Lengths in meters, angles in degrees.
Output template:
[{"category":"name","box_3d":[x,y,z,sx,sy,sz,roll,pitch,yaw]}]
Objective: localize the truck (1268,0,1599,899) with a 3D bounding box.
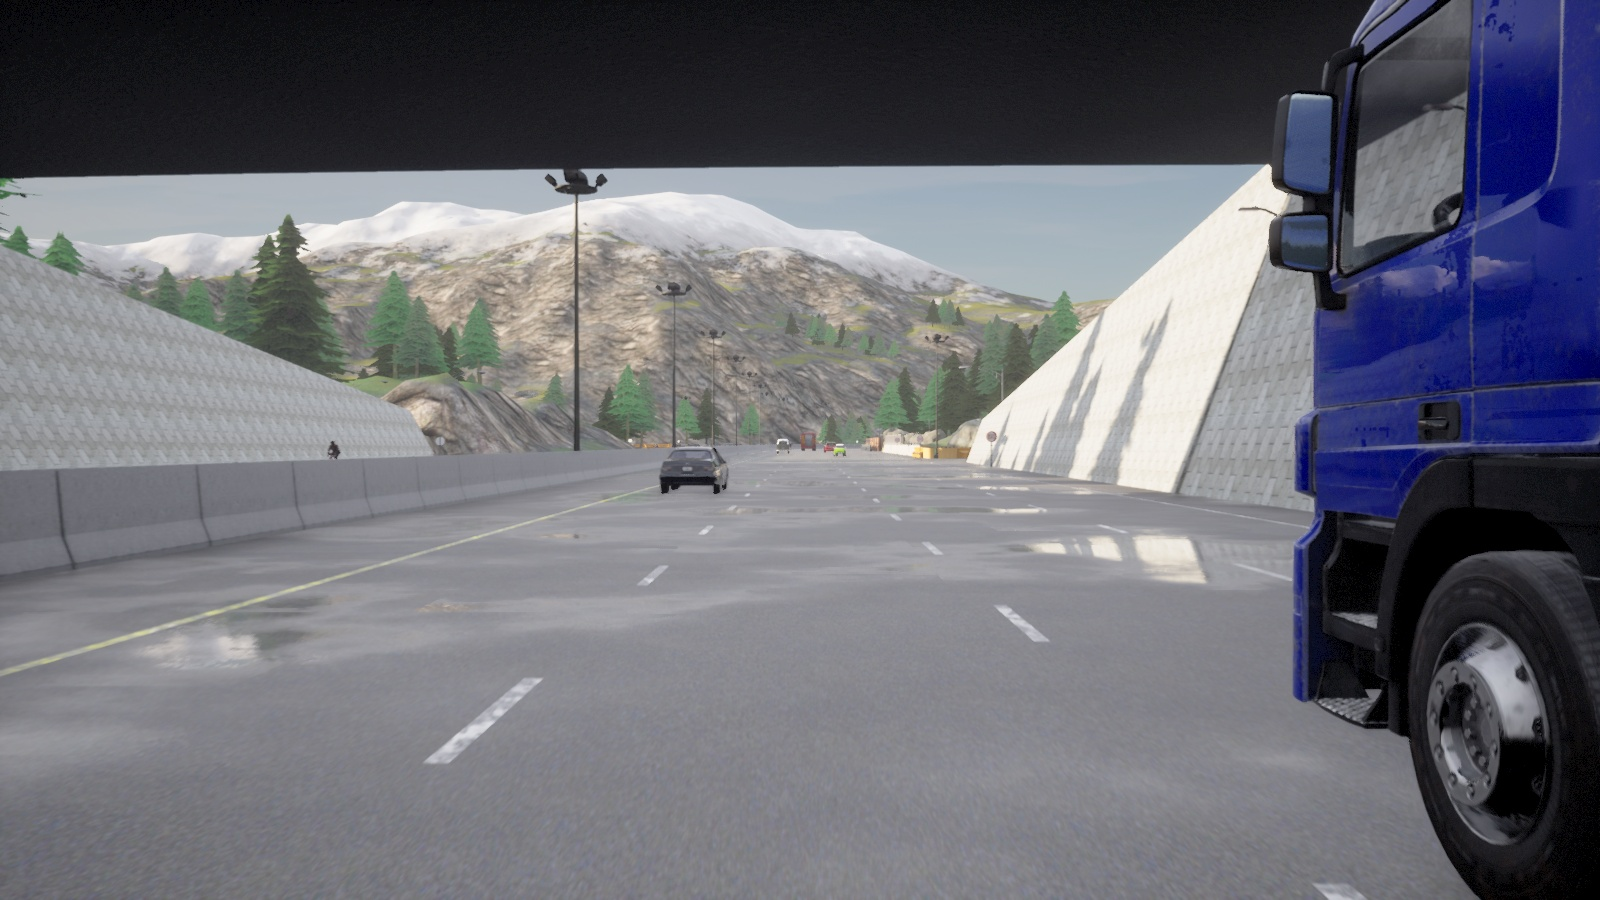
[{"category":"truck","box_3d":[3.526,-0.242,1.656,2.891,3.462,7.936,0,0,0]}]

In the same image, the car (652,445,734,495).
[{"category":"car","box_3d":[-3.238,0.571,39.025,2.033,1.411,5.357,0,0,0]}]
